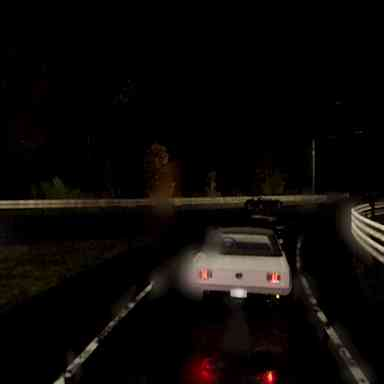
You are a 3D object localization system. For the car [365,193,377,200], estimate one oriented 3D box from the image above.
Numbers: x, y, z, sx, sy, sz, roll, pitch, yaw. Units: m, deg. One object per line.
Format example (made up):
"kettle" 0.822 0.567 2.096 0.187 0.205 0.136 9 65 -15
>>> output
"car" 35.941 0.927 66.715 1.994 1.385 4.181 0 1 30

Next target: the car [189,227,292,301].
"car" 1.287 1.525 8.202 1.895 1.301 4.718 0 1 11

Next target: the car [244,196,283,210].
"car" 7.817 1.142 36.089 4.902 1.511 2.128 0 1 -38
